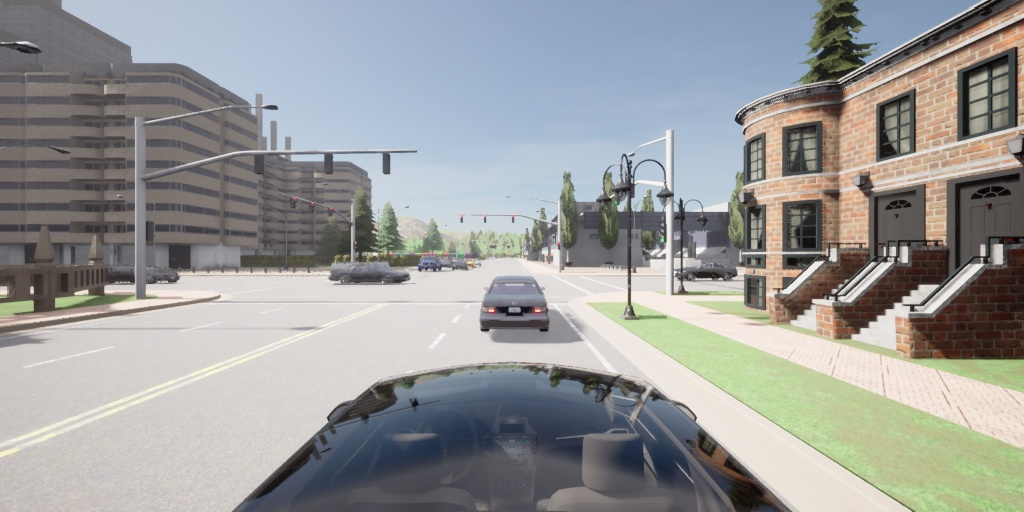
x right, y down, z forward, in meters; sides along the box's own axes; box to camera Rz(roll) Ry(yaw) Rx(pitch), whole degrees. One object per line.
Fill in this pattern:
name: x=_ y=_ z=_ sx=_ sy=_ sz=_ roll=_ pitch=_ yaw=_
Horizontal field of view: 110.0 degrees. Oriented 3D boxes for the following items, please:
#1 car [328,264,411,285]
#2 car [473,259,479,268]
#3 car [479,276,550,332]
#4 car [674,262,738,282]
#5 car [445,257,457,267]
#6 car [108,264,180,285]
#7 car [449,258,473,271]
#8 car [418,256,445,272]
car: x=-9.994 y=1.297 z=25.270 sx=5.357 sy=1.411 sz=2.033 roll=0 pitch=0 yaw=2
car: x=-7.139 y=1.228 z=59.358 sx=1.882 sy=1.535 sz=5.008 roll=0 pitch=0 yaw=0
car: x=0.072 y=1.297 z=10.846 sx=2.033 sy=1.411 sz=5.357 roll=0 pitch=0 yaw=0
car: x=15.424 y=1.241 z=28.809 sx=4.902 sy=1.511 sz=2.128 roll=0 pitch=0 yaw=-1
car: x=-10.650 y=1.297 z=58.511 sx=2.033 sy=1.411 sz=5.357 roll=0 pitch=0 yaw=0
car: x=-26.387 y=1.276 z=25.408 sx=4.674 sy=1.442 sz=1.812 roll=0 pitch=0 yaw=0
car: x=-7.135 y=1.314 z=50.272 sx=1.994 sy=1.385 sz=4.181 roll=0 pitch=0 yaw=0
car: x=-10.640 y=0.971 z=46.874 sx=2.150 sy=2.045 sz=5.566 roll=0 pitch=0 yaw=0
